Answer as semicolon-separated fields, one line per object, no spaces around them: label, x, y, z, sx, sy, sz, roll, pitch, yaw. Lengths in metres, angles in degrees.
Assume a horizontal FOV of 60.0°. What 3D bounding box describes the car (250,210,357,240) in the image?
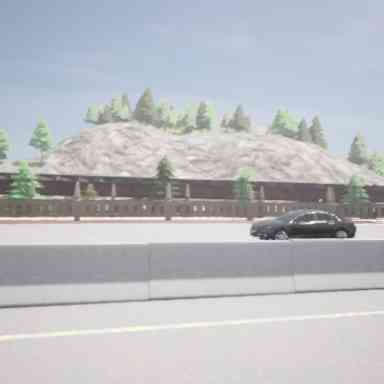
car;5.176;1.607;15.581;4.892;1.490;1.837;1;0;-10
